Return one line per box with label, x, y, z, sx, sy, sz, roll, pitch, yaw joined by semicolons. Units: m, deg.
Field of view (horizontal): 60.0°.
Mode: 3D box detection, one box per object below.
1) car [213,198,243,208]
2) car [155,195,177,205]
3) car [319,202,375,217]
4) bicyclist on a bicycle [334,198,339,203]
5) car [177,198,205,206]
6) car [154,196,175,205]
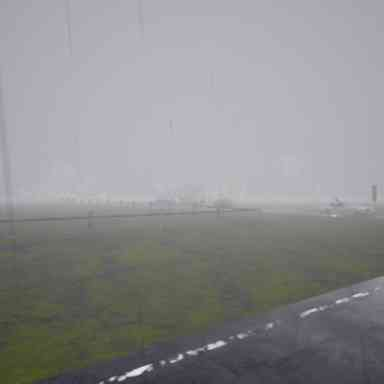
car;4.976;1.591;46.290;2.128;1.511;4.902;0;0;-35
car;-4.478;1.312;59.957;2.097;1.767;4.553;0;0;-35
car;14.900;1.650;32.102;1.895;1.301;4.718;0;0;-35
bicyclist on a bicycle;17.097;1.516;39.379;1.656;1.620;0.582;0;0;-35
car;0.172;1.684;58.205;2.033;1.411;5.357;0;0;-34
car;-5.543;1.665;66.274;2.128;1.511;4.902;0;0;-35
